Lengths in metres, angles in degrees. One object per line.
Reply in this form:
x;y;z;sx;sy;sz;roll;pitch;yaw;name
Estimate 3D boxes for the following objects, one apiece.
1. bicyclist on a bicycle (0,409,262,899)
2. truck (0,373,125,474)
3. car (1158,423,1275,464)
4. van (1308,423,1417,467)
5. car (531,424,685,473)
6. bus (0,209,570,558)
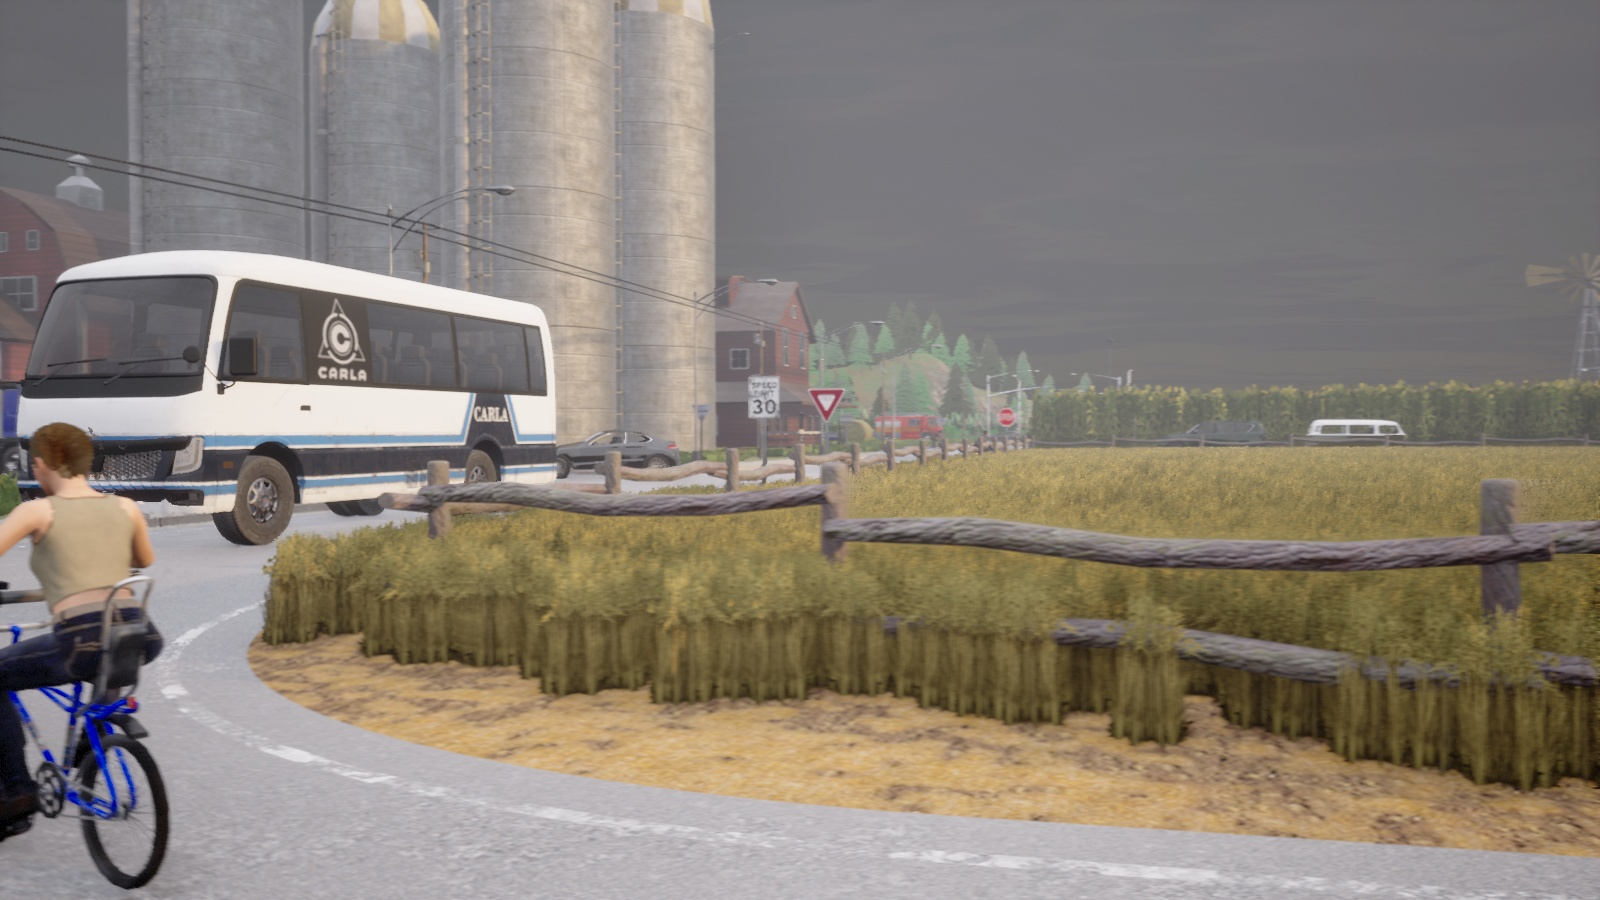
-2.823;0.684;4.615;1.509;1.612;0.866;0;0;34;bicyclist on a bicycle
-28.635;-0.950;45.111;7.936;3.462;2.891;0;1;15;truck
21.316;-0.337;64.502;5.566;2.045;2.150;0;1;17;car
26.676;-0.242;59.693;4.480;2.038;2.069;0;1;16;van
-6.646;-0.074;43.383;5.027;1.651;2.152;0;1;-15;car
-8.013;-0.895;20.829;3.944;4.253;10.273;0;1;17;bus
